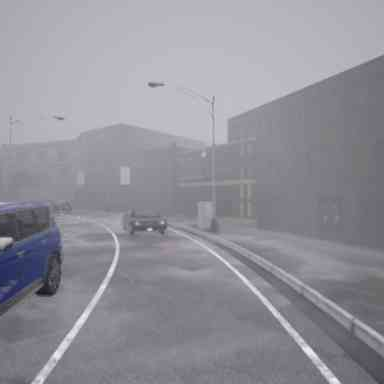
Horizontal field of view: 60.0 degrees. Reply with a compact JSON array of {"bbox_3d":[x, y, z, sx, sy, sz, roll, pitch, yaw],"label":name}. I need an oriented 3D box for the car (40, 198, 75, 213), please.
[{"bbox_3d":[-15.141,1.486,37.269,4.674,1.442,1.812,0,-1,43],"label":"car"}]

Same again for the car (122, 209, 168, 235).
[{"bbox_3d":[-2.844,1.606,18.964,1.895,1.301,4.718,0,0,-19],"label":"car"}]

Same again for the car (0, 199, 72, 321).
[{"bbox_3d":[-3.929,1.224,5.628,2.150,2.045,5.566,0,0,-4],"label":"car"}]
